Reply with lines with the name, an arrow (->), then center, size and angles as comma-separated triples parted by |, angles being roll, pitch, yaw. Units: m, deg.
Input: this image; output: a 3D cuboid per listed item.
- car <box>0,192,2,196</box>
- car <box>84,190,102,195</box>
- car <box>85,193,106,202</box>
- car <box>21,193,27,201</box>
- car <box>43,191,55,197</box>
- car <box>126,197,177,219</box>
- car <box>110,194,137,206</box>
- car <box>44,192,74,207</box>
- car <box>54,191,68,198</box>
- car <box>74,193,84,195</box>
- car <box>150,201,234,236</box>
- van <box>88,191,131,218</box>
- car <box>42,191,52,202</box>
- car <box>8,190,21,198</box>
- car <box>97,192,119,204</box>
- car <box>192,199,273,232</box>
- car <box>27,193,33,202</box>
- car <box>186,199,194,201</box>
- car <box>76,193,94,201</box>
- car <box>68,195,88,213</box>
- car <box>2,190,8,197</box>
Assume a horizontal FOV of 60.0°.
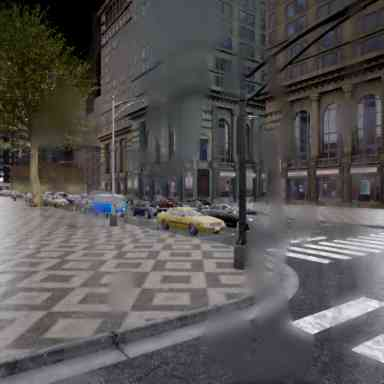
car -> -45.655, 0.254, 82.176 | 1.967, 1.590, 4.097 | 1, 0, -35
car -> -9.169, 0.870, 35.147 | 2.150, 2.045, 5.566 | 0, 1, -35
car -> -16.006, 0.910, 54.988 | 2.008, 1.369, 4.403 | 1, 0, -35
car -> -26.207, 0.830, 54.651 | 2.008, 1.369, 4.403 | 1, 0, -35
car -> -35.455, 0.471, 82.510 | 1.802, 1.307, 4.206 | 1, 0, -35
car -> -3.353, 1.338, 26.905 | 1.994, 1.385, 4.181 | 0, 1, -35
car -> -9.524, 1.073, 45.814 | 2.008, 1.369, 4.403 | 1, 0, -35
car -> -16.384, 1.051, 40.749 | 1.752, 1.417, 4.829 | 1, 0, -35
car -> -28.972, 0.587, 73.336 | 1.887, 1.381, 4.507 | 1, 0, -35
car -> -15.051, 1.029, 43.546 | 1.812, 1.442, 4.674 | 0, 1, -34
car -> -0.173, 1.398, 17.802 | 1.752, 1.417, 4.829 | 1, 0, -35
van -> -6.754, 1.091, 27.120 | 1.690, 1.788, 3.998 | 1, 0, -35
car -> -19.723, 0.992, 45.476 | 2.008, 1.369, 4.403 | 1, 0, -35
car -> -35.929, 0.483, 68.413 | 1.967, 1.590, 4.097 | 1, 0, -35
car -> -12.763, 0.880, 50.401 | 1.967, 1.590, 4.097 | 1, 0, -35
car -> 2.369, 1.370, 18.796 | 2.128, 1.511, 4.902 | 0, 1, -35
car -> -22.965, 0.910, 50.063 | 2.008, 1.369, 4.403 | 1, 0, -35
car -> 0.201, 1.315, 32.048 | 1.947, 1.339, 4.313 | 1, 0, -35
car -> -19.248, 0.860, 59.575 | 1.802, 1.307, 4.206 | 1, 0, -35
car -> -9.998, 1.230, 31.709 | 2.008, 1.369, 4.403 | 1, 0, -35
car -> -42.413, 0.329, 77.588 | 1.967, 1.590, 4.097 | 1, 0, -35
